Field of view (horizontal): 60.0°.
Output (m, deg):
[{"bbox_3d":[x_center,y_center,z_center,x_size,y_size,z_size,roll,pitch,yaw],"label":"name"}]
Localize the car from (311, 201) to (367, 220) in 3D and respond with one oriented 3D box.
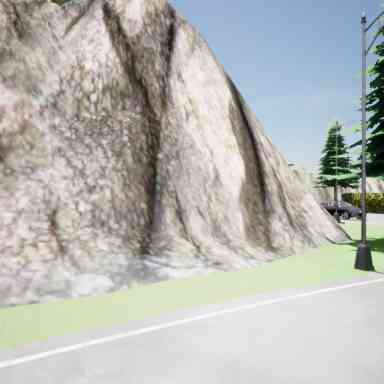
[{"bbox_3d":[12.368,1.492,28.302,2.128,1.511,4.902,0,0,-26],"label":"car"}]
